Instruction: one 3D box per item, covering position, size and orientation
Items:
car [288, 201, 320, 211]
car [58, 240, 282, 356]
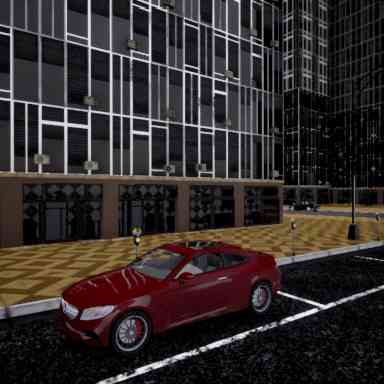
[{"bbox_3d":[15.229,1.899,45.337,2.008,1.369,4.403,-1,0,-36],"label":"car"},{"bbox_3d":[-0.150,1.582,5.993,4.206,1.307,1.802,0,0,-36],"label":"car"}]
